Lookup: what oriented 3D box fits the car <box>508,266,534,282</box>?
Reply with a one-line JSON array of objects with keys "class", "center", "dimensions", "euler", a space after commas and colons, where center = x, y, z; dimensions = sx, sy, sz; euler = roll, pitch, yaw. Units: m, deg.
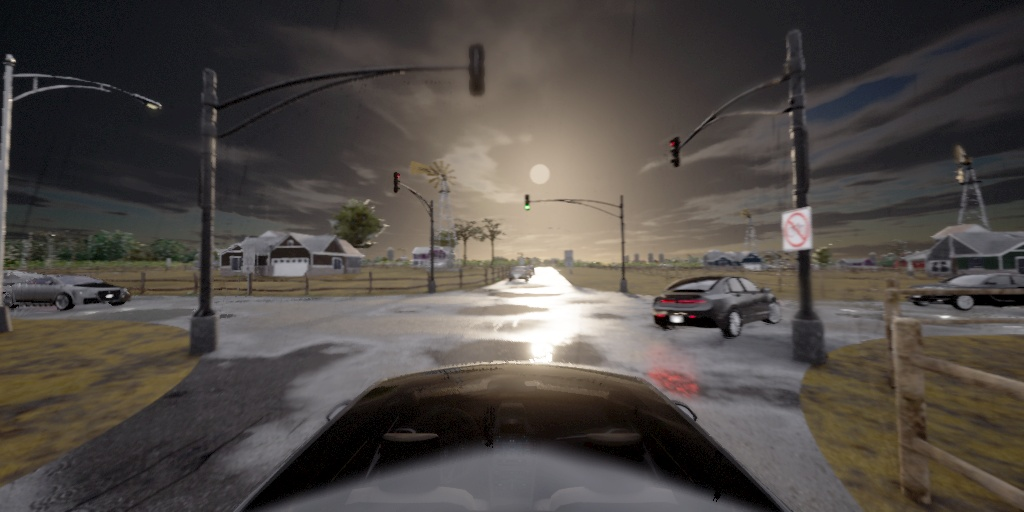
[{"class": "car", "center": [0.758, 1.785, 36.335], "dimensions": [2.128, 1.511, 4.902], "euler": [-1, -1, 6]}]

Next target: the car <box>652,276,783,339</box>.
[{"class": "car", "center": [5.909, 1.303, 10.246], "dimensions": [4.892, 1.490, 1.837], "euler": [0, -5, -38]}]

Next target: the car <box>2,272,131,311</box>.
[{"class": "car", "center": [-18.740, 1.498, 15.141], "dimensions": [4.181, 1.385, 1.994], "euler": [0, -2, 6]}]

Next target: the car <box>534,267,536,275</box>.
[{"class": "car", "center": [1.728, 2.003, 46.045], "dimensions": [2.033, 1.411, 5.357], "euler": [-1, -1, 6]}]

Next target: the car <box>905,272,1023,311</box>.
[{"class": "car", "center": [19.775, 1.448, 15.071], "dimensions": [5.008, 1.535, 1.882], "euler": [0, -2, 6]}]

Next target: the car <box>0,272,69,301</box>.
[{"class": "car", "center": [-27.776, 1.622, 19.745], "dimensions": [4.892, 1.490, 1.837], "euler": [0, -2, 6]}]
